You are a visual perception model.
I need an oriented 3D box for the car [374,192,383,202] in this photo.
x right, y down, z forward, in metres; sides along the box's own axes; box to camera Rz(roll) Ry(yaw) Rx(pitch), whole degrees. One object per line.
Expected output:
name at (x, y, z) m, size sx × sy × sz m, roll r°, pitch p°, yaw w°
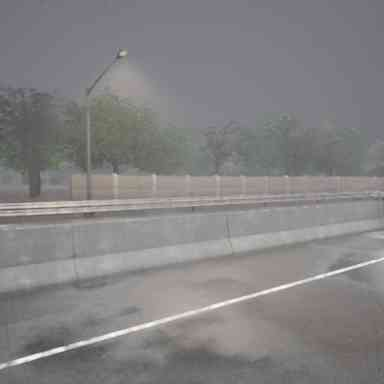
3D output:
car at (25.789, 0.621, 43.621) m, size 4.674 × 1.442 × 1.812 m, roll -1°, pitch 1°, yaw -35°
